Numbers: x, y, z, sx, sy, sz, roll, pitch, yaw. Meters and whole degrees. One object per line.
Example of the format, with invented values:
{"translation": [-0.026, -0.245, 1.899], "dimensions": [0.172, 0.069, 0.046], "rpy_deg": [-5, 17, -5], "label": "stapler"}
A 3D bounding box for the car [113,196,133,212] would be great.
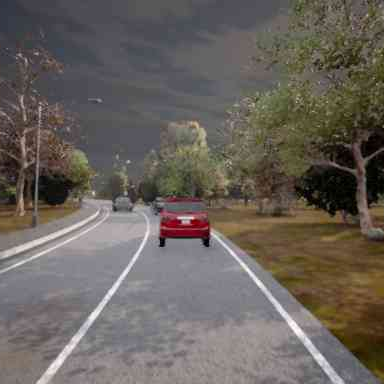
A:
{"translation": [-7.862, 1.339, 37.877], "dimensions": [2.097, 1.767, 4.553], "rpy_deg": [1, 0, -14], "label": "car"}

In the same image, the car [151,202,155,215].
{"translation": [-3.138, 1.610, 34.171], "dimensions": [2.033, 1.411, 5.357], "rpy_deg": [1, 0, -13], "label": "car"}

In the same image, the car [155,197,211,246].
{"translation": [-0.445, 1.256, 15.660], "dimensions": [2.150, 2.045, 5.566], "rpy_deg": [0, 0, -4], "label": "car"}
